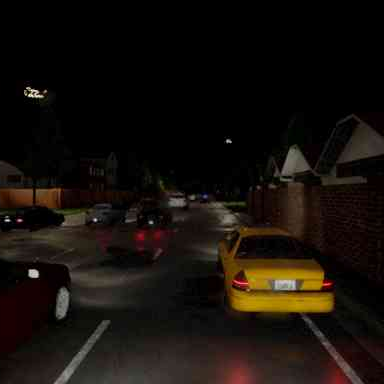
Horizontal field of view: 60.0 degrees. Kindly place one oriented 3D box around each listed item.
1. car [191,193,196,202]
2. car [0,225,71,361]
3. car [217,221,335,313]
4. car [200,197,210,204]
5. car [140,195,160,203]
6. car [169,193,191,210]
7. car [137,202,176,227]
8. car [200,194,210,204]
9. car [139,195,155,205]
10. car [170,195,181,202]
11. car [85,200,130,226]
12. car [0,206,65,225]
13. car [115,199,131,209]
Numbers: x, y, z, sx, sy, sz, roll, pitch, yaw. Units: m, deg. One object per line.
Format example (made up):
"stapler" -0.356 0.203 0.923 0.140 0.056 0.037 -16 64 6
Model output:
"car" -0.394 1.226 78.005 2.150 2.045 5.566 0 0 2
"car" -3.196 1.478 4.083 1.882 1.535 5.008 0 0 2
"car" 1.580 1.455 7.843 1.801 1.575 5.366 0 0 2
"car" 2.678 1.602 67.047 1.895 1.301 4.718 0 0 2
"car" -5.212 1.492 41.938 2.128 1.511 4.902 0 0 2
"car" -1.666 1.222 43.073 2.150 2.045 5.566 0 0 2
"car" -2.453 1.601 23.022 1.895 1.301 4.718 0 0 2
"car" 2.454 1.548 61.321 2.033 1.411 5.357 0 0 2
"car" -8.017 1.353 59.757 2.097 1.767 4.553 0 0 2
"car" -3.896 1.526 78.015 2.128 1.511 4.902 0 0 2
"car" -5.952 1.526 23.104 1.812 1.442 4.674 0 0 2
"car" -9.576 1.548 20.004 2.033 1.411 5.357 0 0 2
"car" -8.776 1.565 40.396 1.994 1.385 4.181 0 0 2
